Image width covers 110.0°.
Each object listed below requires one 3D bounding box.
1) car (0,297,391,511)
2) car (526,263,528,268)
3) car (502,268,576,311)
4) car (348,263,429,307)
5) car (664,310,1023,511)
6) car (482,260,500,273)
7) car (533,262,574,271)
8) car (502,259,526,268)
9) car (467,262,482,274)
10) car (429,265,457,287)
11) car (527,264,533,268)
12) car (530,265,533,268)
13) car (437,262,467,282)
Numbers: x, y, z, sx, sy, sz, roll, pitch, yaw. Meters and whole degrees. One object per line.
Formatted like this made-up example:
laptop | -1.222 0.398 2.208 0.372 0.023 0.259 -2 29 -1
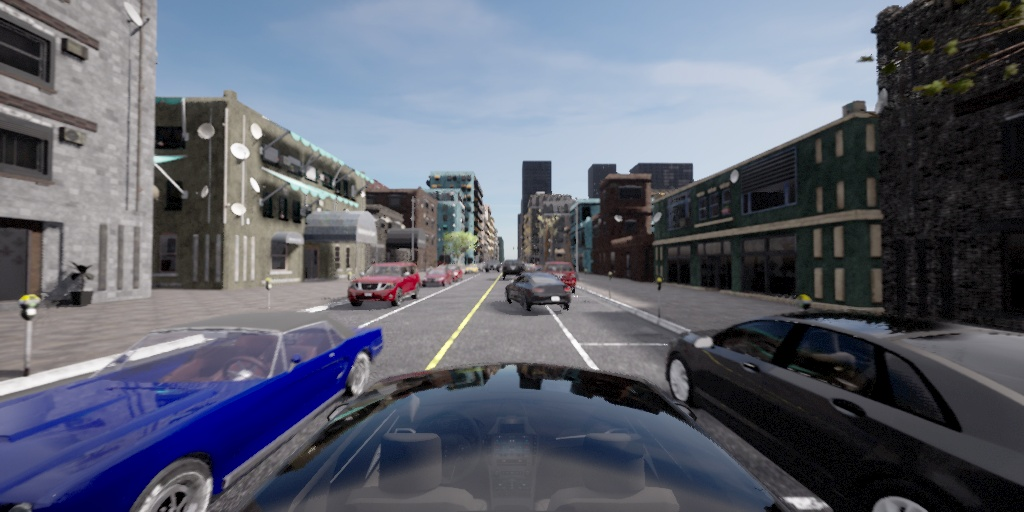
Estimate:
car | -3.101 1.375 3.875 1.895 1.301 4.718 0 -1 0
car | 2.705 1.710 38.490 1.888 1.381 4.507 0 0 0
car | 1.020 1.427 15.342 1.812 1.442 4.674 0 -1 -14
car | -5.687 1.232 16.669 2.192 1.841 5.009 0 0 0
car | 3.146 1.272 3.375 1.837 1.490 4.892 0 -1 0
car | -3.018 1.595 56.366 2.150 2.045 5.566 0 -1 1
car | 2.695 1.294 22.198 2.192 1.841 5.009 0 0 0
car | 0.104 1.382 38.201 2.150 2.045 5.566 0 -1 0
car | -5.750 1.840 51.340 1.751 1.417 4.829 0 0 0
car | -5.685 1.625 27.734 1.802 1.307 4.207 0 0 0
car | 2.696 1.671 33.264 1.948 1.339 4.313 0 0 0
car | 2.696 1.608 27.731 1.948 1.339 4.313 0 0 0
car | -5.683 1.545 33.267 1.967 1.591 4.097 0 0 0
